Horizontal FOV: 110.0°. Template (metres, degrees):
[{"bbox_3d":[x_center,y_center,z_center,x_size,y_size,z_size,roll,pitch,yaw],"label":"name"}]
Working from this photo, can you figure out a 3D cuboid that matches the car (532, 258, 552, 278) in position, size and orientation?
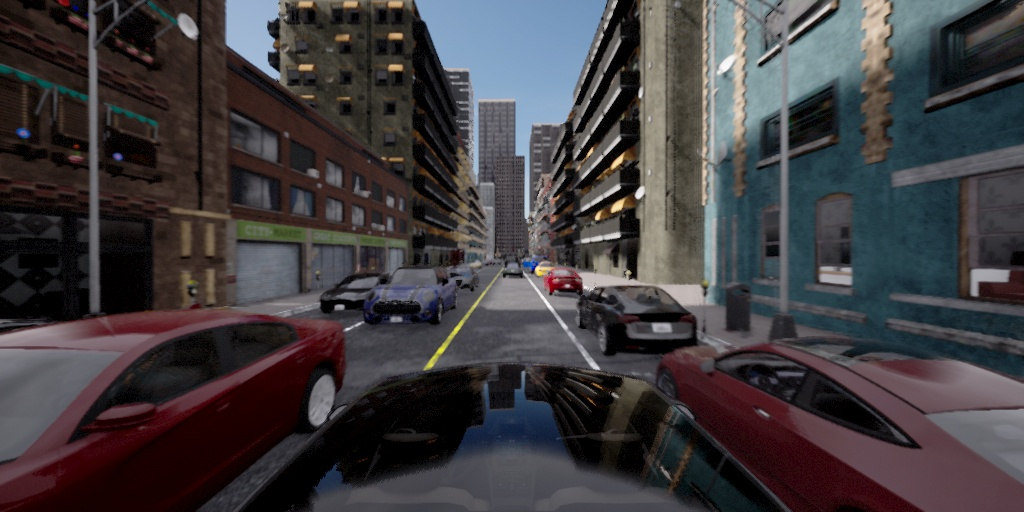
[{"bbox_3d":[3.139,1.240,33.726,1.801,1.575,5.366,0,0,0],"label":"car"}]

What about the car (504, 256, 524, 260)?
[{"bbox_3d":[0.049,1.023,46.815,2.150,2.045,5.566,0,0,0],"label":"car"}]

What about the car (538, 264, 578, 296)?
[{"bbox_3d":[2.682,1.312,19.537,1.888,1.381,4.507,0,0,0],"label":"car"}]

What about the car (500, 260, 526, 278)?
[{"bbox_3d":[0.088,1.350,35.309,1.994,1.385,4.181,0,0,0],"label":"car"}]

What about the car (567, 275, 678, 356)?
[{"bbox_3d":[2.686,1.322,8.491,1.948,1.339,4.313,0,0,0],"label":"car"}]

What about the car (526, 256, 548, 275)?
[{"bbox_3d":[3.093,1.020,40.566,2.150,2.045,5.566,0,0,0],"label":"car"}]

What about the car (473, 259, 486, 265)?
[{"bbox_3d":[-5.712,1.342,58.042,1.751,1.417,4.829,0,0,0],"label":"car"}]

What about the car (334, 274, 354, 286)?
[{"bbox_3d":[-5.697,1.328,14.024,1.948,1.339,4.313,0,0,0],"label":"car"}]

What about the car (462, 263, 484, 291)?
[{"bbox_3d":[-3.086,1.334,21.787,1.994,1.385,4.181,0,0,1],"label":"car"}]

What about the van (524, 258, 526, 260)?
[{"bbox_3d":[2.670,1.157,58.202,1.690,1.789,3.998,0,0,0],"label":"van"}]

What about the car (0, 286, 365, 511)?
[{"bbox_3d":[-3.101,1.229,2.679,1.882,1.535,5.008,0,0,0],"label":"car"}]

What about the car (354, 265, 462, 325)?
[{"bbox_3d":[-3.101,1.112,11.859,2.097,1.767,4.553,0,0,0],"label":"car"}]

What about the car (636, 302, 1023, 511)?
[{"bbox_3d":[2.687,1.333,2.967,1.802,1.307,4.207,0,0,0],"label":"car"}]
